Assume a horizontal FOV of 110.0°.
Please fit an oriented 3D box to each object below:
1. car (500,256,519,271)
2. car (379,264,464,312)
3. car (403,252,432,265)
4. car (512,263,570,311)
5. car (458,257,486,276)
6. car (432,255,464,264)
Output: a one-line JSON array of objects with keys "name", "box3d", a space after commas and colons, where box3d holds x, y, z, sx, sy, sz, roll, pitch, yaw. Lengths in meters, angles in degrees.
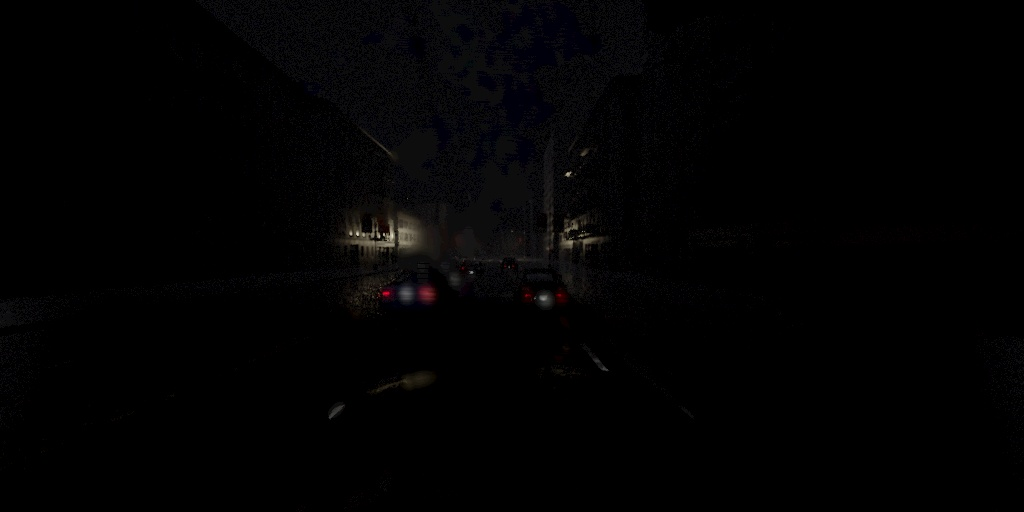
[{"name": "car", "box3d": [-0.318, 0.888, 40.532, 1.837, 1.490, 4.892, 0, 1, 0]}, {"name": "car", "box3d": [-3.258, 1.188, 13.450, 2.033, 1.411, 5.357, 0, 1, -1]}, {"name": "car", "box3d": [-10.218, 0.612, 39.524, 2.150, 2.045, 5.566, 0, 0, -1]}, {"name": "car", "box3d": [1.025, 1.166, 13.682, 1.812, 1.442, 4.674, 0, 1, -1]}, {"name": "car", "box3d": [-3.449, 1.058, 32.600, 1.895, 1.301, 4.718, 0, 1, -1]}, {"name": "car", "box3d": [-6.966, 0.881, 39.524, 2.128, 1.511, 4.902, 0, 1, -1]}]
